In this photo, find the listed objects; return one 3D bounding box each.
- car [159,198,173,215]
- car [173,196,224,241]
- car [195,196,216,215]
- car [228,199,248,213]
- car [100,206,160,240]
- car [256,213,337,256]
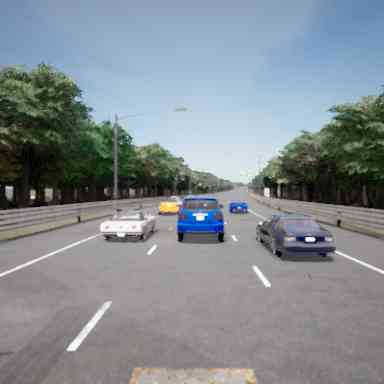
[{"bbox_3d":[-2.081,1.351,34.511,2.097,1.767,4.553,0,0,4],"label":"car"},{"bbox_3d":[0.455,1.220,16.929,2.150,2.045,5.566,0,0,2],"label":"car"},{"bbox_3d":[1.458,1.355,34.933,2.097,1.767,4.553,0,0,4],"label":"car"},{"bbox_3d":[5.137,1.485,37.206,1.882,1.535,5.008,0,0,4],"label":"car"},{"bbox_3d":[-3.048,1.596,16.897,1.895,1.301,4.718,0,0,2],"label":"car"},{"bbox_3d":[3.824,1.550,13.075,2.033,1.411,5.357,0,0,2],"label":"car"}]
